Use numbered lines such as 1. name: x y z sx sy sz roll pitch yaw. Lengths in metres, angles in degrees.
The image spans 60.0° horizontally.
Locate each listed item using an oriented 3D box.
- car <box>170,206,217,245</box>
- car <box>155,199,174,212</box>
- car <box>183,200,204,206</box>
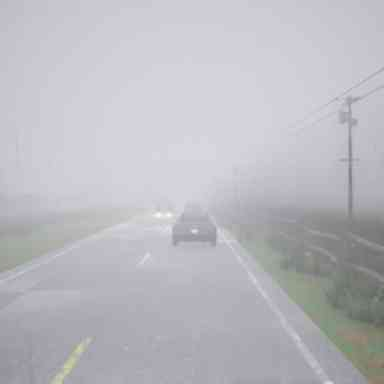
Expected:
1. car: 0.104 1.591 15.718 1.994 1.385 4.181 0 0 0
2. car: -3.172 1.562 39.360 2.128 1.511 4.902 0 0 1
3. car: 0.119 1.549 32.628 2.128 1.511 4.902 0 0 0
